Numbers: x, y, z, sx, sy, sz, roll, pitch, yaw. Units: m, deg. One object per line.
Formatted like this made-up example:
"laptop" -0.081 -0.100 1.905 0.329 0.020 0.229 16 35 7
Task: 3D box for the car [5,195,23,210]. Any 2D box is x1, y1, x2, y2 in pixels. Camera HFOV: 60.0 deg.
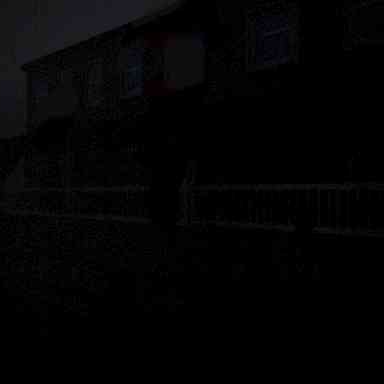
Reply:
"car" -15.397 1.057 27.943 1.994 1.385 4.181 0 14 34
